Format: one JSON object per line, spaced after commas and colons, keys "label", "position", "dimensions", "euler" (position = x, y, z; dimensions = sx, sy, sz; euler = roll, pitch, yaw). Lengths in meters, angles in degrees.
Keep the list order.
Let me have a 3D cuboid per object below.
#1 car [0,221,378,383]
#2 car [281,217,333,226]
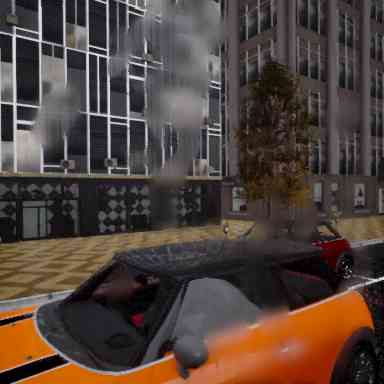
{"label": "car", "position": [-0.222, 1.352, 3.220], "dimensions": [4.553, 1.767, 2.097], "euler": [0, 0, -36]}
{"label": "car", "position": [2.054, 1.438, 8.035], "dimensions": [4.097, 1.590, 1.967], "euler": [0, -1, -35]}
